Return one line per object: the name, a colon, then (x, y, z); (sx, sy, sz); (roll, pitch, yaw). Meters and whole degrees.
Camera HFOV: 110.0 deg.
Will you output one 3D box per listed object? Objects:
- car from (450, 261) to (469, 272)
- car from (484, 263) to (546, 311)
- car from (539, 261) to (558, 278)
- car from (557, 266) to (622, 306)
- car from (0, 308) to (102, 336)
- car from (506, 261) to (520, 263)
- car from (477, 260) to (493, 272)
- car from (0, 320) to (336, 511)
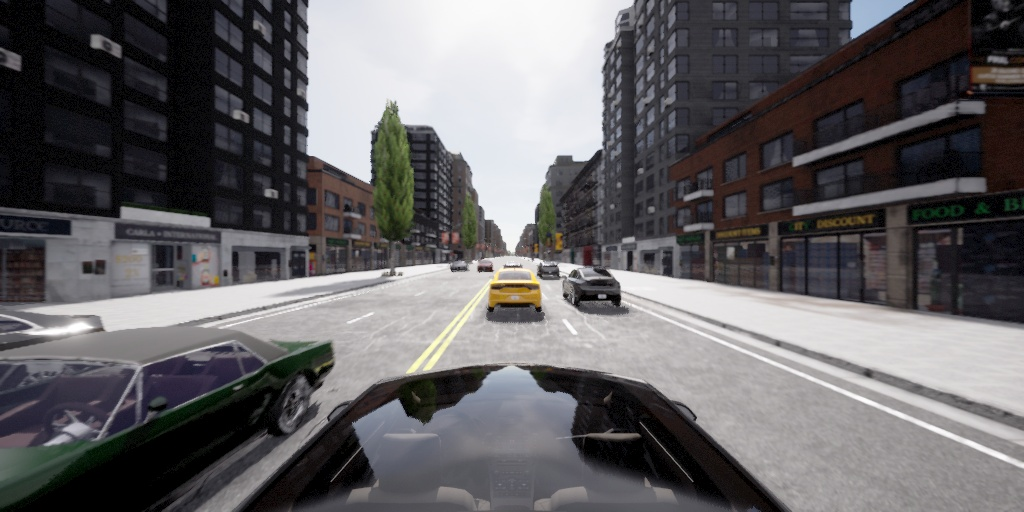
car: (-6.574, 1.288, 45.457); (1.994, 1.385, 4.181); (0, 0, 0)
car: (0.100, 1.225, 14.366); (1.882, 1.535, 5.008); (0, 0, 0)
car: (3.357, 1.226, 33.830); (2.128, 1.511, 4.902); (0, 0, 0)
car: (3.352, 1.253, 15.732); (1.837, 1.490, 4.892); (0, 0, 0)
car: (-6.599, 1.242, 3.015); (2.128, 1.511, 4.902); (0, 0, 0)
car: (0.104, 1.226, 33.839); (2.128, 1.511, 4.902); (0, 0, 0)
car: (-3.327, 1.201, 45.355); (1.882, 1.535, 5.008); (0, 0, 0)
car: (-3.350, 1.351, 2.702); (1.895, 1.301, 4.718); (0, 0, 0)
